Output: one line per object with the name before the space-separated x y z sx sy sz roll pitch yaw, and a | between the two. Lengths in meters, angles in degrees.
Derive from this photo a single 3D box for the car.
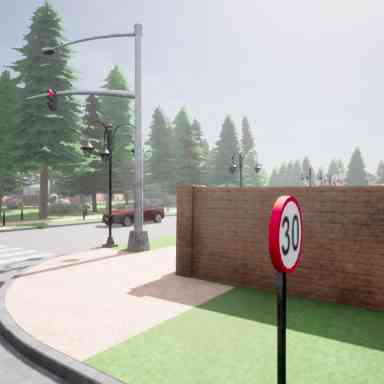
car | -3.973 1.464 23.129 1.882 1.535 5.008 0 0 35
